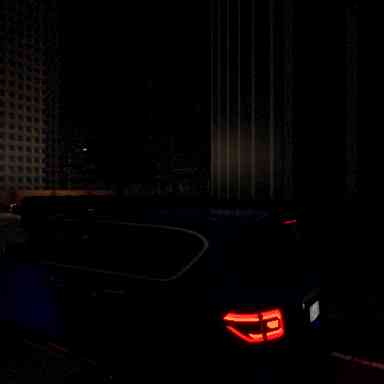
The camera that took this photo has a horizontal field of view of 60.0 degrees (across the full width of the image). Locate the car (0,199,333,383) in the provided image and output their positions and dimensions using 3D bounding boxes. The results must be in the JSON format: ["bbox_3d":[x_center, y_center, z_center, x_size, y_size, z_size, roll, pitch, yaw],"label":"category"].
[{"bbox_3d":[-1.021,1.221,4.715,5.566,2.045,2.150,0,0,35],"label":"car"}]

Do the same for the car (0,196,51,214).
[{"bbox_3d":[-18.211,1.407,36.578,2.097,1.767,4.553,0,0,35],"label":"car"}]
